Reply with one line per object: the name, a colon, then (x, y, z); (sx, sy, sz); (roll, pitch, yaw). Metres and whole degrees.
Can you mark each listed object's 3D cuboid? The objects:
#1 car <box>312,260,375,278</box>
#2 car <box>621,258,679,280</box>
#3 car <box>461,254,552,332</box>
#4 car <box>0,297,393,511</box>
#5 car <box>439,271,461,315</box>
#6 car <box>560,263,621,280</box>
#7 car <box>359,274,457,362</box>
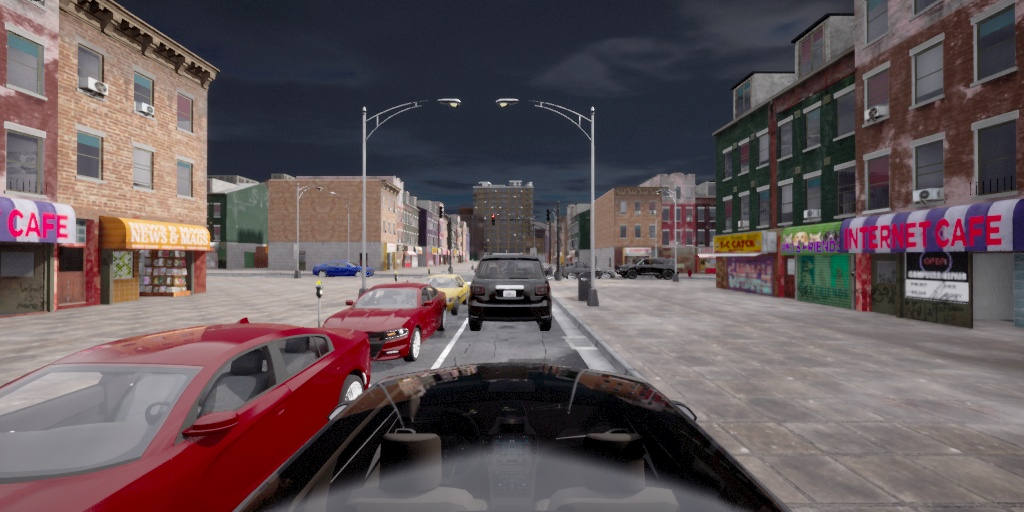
car: (-14.383, 1.156, 30.837); (5.008, 1.535, 1.882); (1, 0, -2)
car: (12.817, 1.170, 33.934); (5.566, 2.045, 2.150); (1, 0, 0)
car: (-0.028, 0.976, 11.074); (2.150, 2.045, 5.566); (0, 0, 1)
car: (-2.637, 1.295, 2.761); (1.888, 1.381, 4.507); (0, 0, 0)
car: (-2.637, 1.283, 13.579); (1.751, 1.417, 4.829); (0, 0, 0)
car: (6.432, 1.353, 30.947); (4.892, 1.490, 1.837); (1, 0, 0)
car: (-2.637, 1.298, 8.255); (1.888, 1.381, 4.507); (0, 0, 0)
